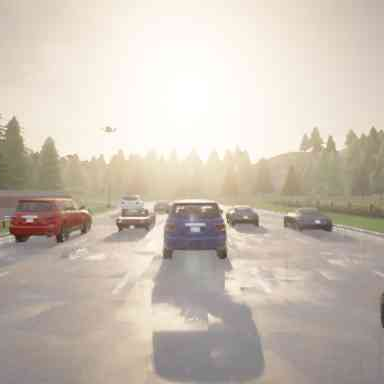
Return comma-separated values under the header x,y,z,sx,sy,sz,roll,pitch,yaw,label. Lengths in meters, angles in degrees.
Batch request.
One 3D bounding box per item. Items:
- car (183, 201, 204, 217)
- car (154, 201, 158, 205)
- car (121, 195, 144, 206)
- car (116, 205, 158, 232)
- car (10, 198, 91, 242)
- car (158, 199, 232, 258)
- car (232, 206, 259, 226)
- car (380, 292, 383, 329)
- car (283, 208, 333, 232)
x,y,z,sx,sy,sz,roll,pitch,yaw,label
0.078,1.705,34.490,2.033,1.411,5.357,0,0,-1,car
-3.732,1.753,41.292,1.994,1.385,4.181,0,0,-4,car
-7.085,1.405,39.847,2.150,2.045,5.566,0,0,-3,car
-3.392,1.698,21.065,1.895,1.301,4.718,0,0,0,car
-6.893,1.300,16.824,2.150,2.045,5.566,0,0,0,car
0.106,1.283,13.155,2.150,2.045,5.566,0,0,0,car
3.609,1.676,24.338,1.994,1.385,4.181,0,0,0,car
3.602,1.233,2.093,2.150,2.045,5.566,0,0,0,car
7.108,1.660,20.809,1.994,1.385,4.181,0,0,0,car
